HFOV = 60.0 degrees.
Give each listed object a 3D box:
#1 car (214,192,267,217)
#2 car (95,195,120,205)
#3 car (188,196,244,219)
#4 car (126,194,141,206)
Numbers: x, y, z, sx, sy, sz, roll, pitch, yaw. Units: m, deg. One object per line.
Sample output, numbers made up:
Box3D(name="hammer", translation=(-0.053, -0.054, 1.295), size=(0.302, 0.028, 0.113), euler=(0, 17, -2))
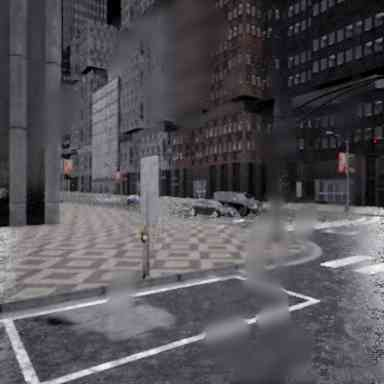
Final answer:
Box3D(name="car", translation=(3.971, 1.021, 29.215), size=(2.150, 2.045, 5.566), euler=(0, 1, -36))
Box3D(name="car", translation=(-11.382, 1.083, 44.999), size=(1.895, 1.301, 4.718), euler=(0, 1, -36))
Box3D(name="car", translation=(1.615, 1.307, 26.916), size=(1.837, 1.490, 4.892), euler=(0, 1, -36))
Box3D(name="car", translation=(-7.341, 1.053, 44.941), size=(1.812, 1.442, 4.674), euler=(0, 1, -36))
